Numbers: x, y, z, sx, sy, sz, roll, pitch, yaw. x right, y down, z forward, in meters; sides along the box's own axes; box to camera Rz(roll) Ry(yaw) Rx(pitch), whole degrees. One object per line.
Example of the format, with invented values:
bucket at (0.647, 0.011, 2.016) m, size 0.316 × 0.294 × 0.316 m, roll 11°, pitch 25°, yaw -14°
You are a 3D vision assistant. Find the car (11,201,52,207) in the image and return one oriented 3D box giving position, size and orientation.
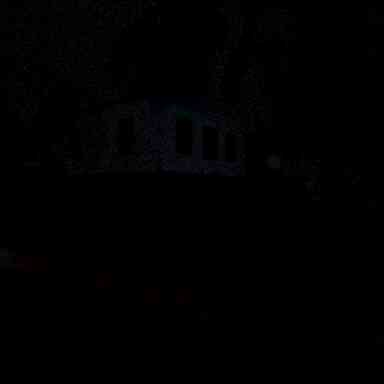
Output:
car at (-14.643, 1.528, 29.155) m, size 2.033 × 1.411 × 5.357 m, roll 0°, pitch 0°, yaw 29°
